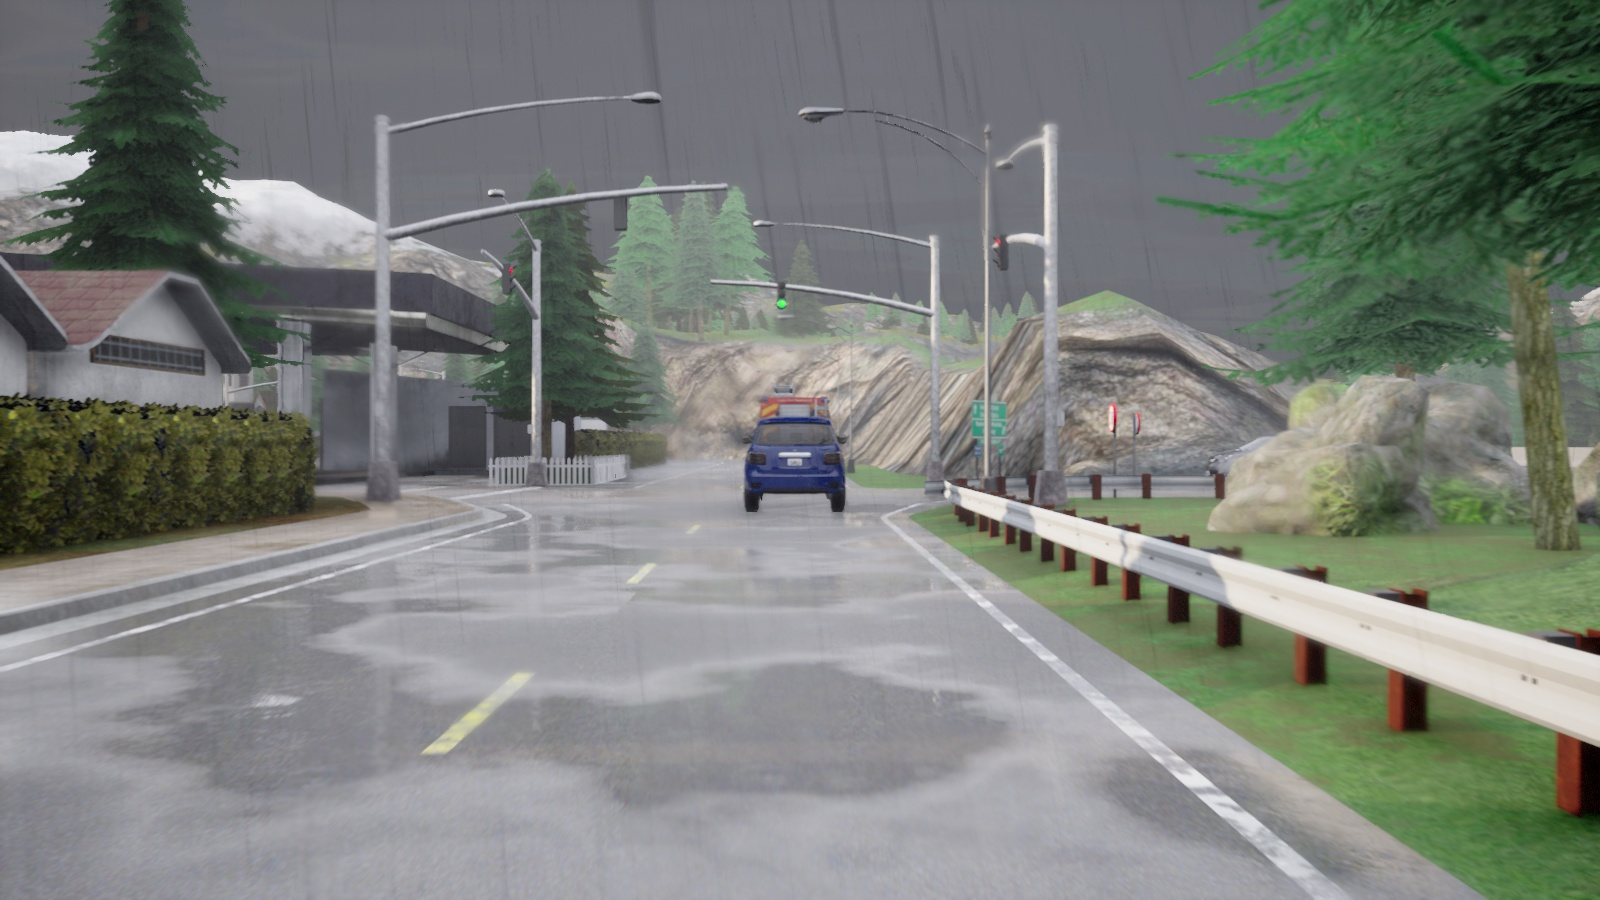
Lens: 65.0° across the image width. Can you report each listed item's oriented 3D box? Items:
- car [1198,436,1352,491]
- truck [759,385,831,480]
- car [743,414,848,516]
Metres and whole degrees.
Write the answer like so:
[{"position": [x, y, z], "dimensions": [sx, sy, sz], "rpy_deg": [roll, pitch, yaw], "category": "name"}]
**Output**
[{"position": [13.368, 0.375, 35.474], "dimensions": [3.633, 1.501, 1.845], "rpy_deg": [0, 0, -1], "category": "car"}, {"position": [-0.207, -0.731, 54.566], "dimensions": [2.891, 3.827, 8.468], "rpy_deg": [0, 0, 0], "category": "truck"}, {"position": [-0.102, 0.238, 28.462], "dimensions": [2.150, 2.045, 5.566], "rpy_deg": [0, 2, 0], "category": "car"}]
